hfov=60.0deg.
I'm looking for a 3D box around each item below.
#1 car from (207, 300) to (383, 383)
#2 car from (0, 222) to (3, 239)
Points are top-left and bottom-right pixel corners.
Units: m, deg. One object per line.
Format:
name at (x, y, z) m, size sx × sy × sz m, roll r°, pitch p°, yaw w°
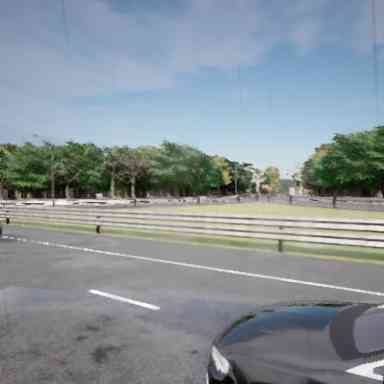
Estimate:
car at (2.373, 1.488, 2.315) m, size 4.902 × 1.511 × 2.128 m, roll 0°, pitch 0°, yaw 35°
car at (-11.055, 1.655, 16.396) m, size 4.674 × 1.442 × 1.812 m, roll -1°, pitch 0°, yaw 36°
